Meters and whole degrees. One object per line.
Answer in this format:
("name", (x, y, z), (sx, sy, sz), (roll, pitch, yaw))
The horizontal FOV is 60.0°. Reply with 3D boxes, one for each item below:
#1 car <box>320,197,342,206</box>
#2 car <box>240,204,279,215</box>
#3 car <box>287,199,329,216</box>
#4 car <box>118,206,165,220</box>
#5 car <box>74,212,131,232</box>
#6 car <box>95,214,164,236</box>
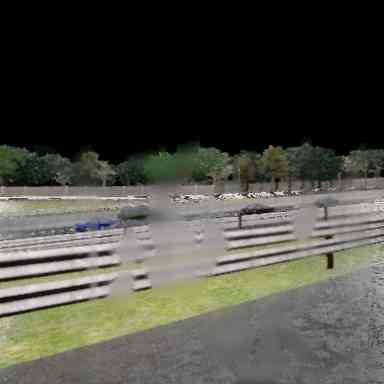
("car", (20.438, 1.420, 50.030), (4.181, 1.385, 1.994), (-3, 2, -24))
("car", (8.268, 2.180, 40.640), (5.008, 1.535, 1.882), (-4, 2, -24))
("car", (13.348, 2.021, 39.109), (4.674, 1.442, 1.812), (-4, 2, -24))
("car", (-5.875, 2.667, 38.042), (5.566, 2.045, 2.150), (-4, 2, -24))
("car", (-8.986, 3.238, 32.780), (5.008, 1.535, 1.882), (-4, 2, -24))
("car", (-5.719, 3.208, 30.422), (5.357, 1.411, 2.033), (-4, 2, -24))
